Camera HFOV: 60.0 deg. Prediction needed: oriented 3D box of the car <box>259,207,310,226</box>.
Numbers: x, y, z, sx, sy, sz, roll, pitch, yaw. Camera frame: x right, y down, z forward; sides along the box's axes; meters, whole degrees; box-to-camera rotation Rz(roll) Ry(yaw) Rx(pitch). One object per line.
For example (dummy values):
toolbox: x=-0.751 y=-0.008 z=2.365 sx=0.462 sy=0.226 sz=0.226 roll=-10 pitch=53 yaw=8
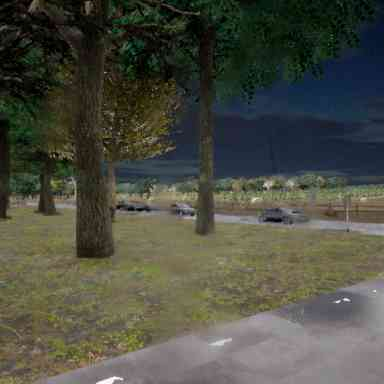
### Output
car: x=7.442 y=1.926 z=27.197 sx=1.994 sy=1.385 sz=4.181 roll=-1 pitch=0 yaw=-35

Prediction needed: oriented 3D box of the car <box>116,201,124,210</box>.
car: x=-12.490 y=2.348 z=60.472 sx=2.097 sy=1.767 sz=4.553 roll=-1 pitch=0 yaw=-35

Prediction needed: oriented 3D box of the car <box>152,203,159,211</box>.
car: x=-6.973 y=2.396 z=52.730 sx=1.994 sy=1.385 sz=4.181 roll=-1 pitch=0 yaw=-34

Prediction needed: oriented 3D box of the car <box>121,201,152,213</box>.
car: x=-8.310 y=2.452 z=49.657 sx=1.895 sy=1.301 sz=4.718 roll=-1 pitch=0 yaw=-35

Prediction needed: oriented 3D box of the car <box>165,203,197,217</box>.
car: x=-1.393 y=2.146 z=39.756 sx=1.837 sy=1.490 sz=4.892 roll=-1 pitch=-1 yaw=-35
